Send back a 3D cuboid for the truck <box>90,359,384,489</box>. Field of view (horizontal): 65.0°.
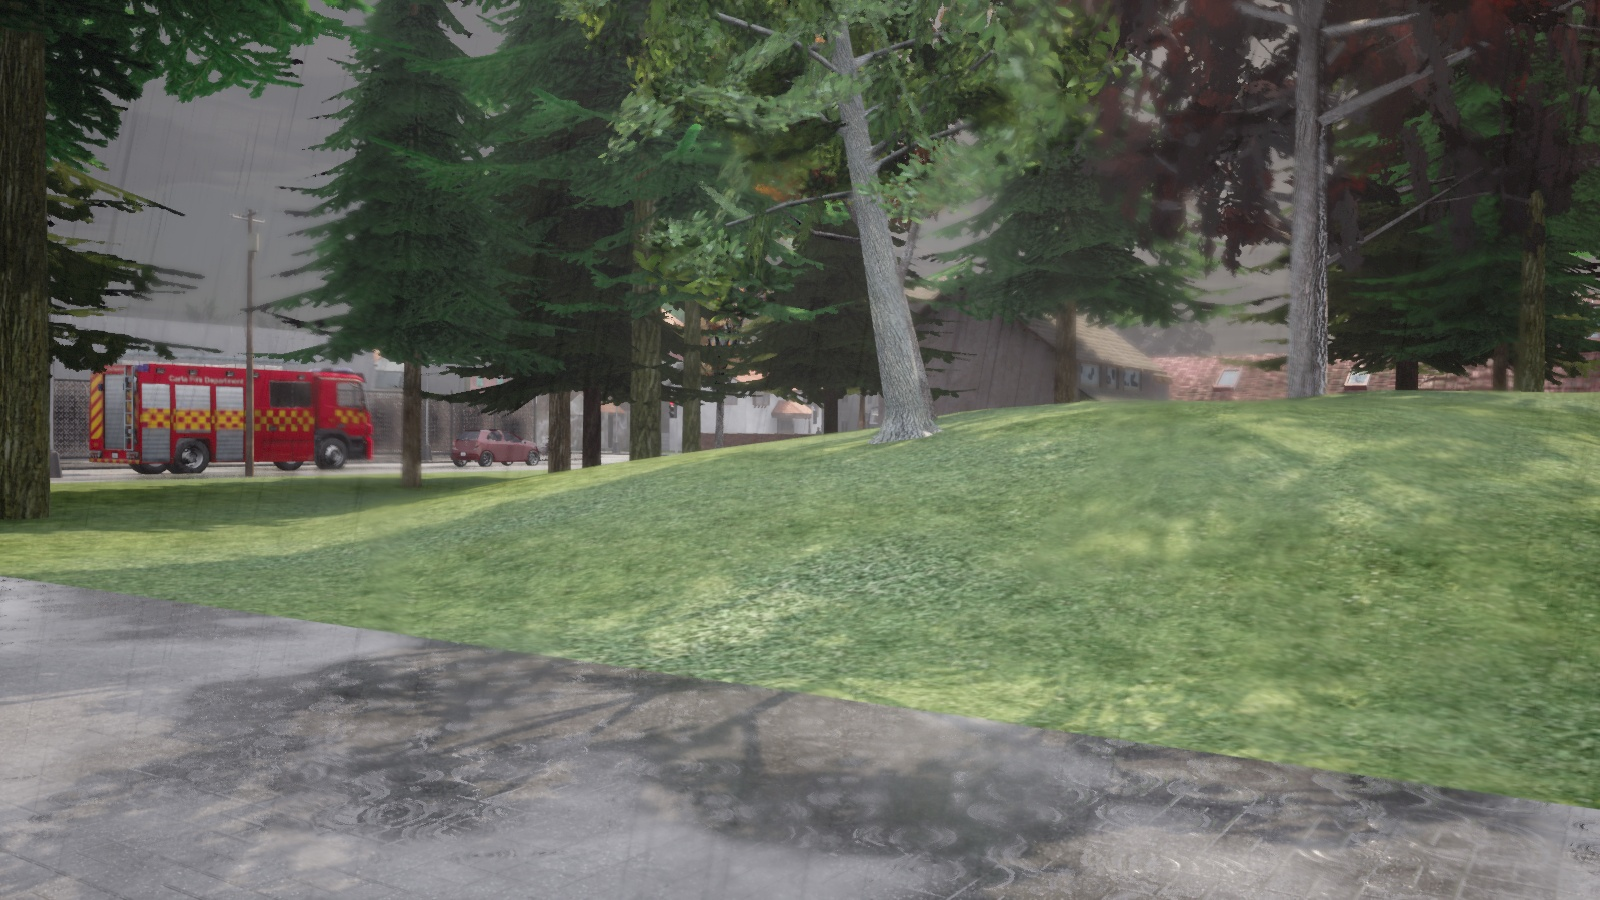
[{"bbox_3d":[-18.100,-0.831,41.094,2.891,3.827,8.468,0,1,34],"label":"truck"}]

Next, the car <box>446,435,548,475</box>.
[{"bbox_3d":[-12.067,0.169,50.173,1.845,1.501,3.633,0,1,33],"label":"car"}]

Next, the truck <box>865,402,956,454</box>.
[{"bbox_3d":[7.773,-1.513,87.329,2.891,3.462,7.936,0,1,33],"label":"truck"}]
